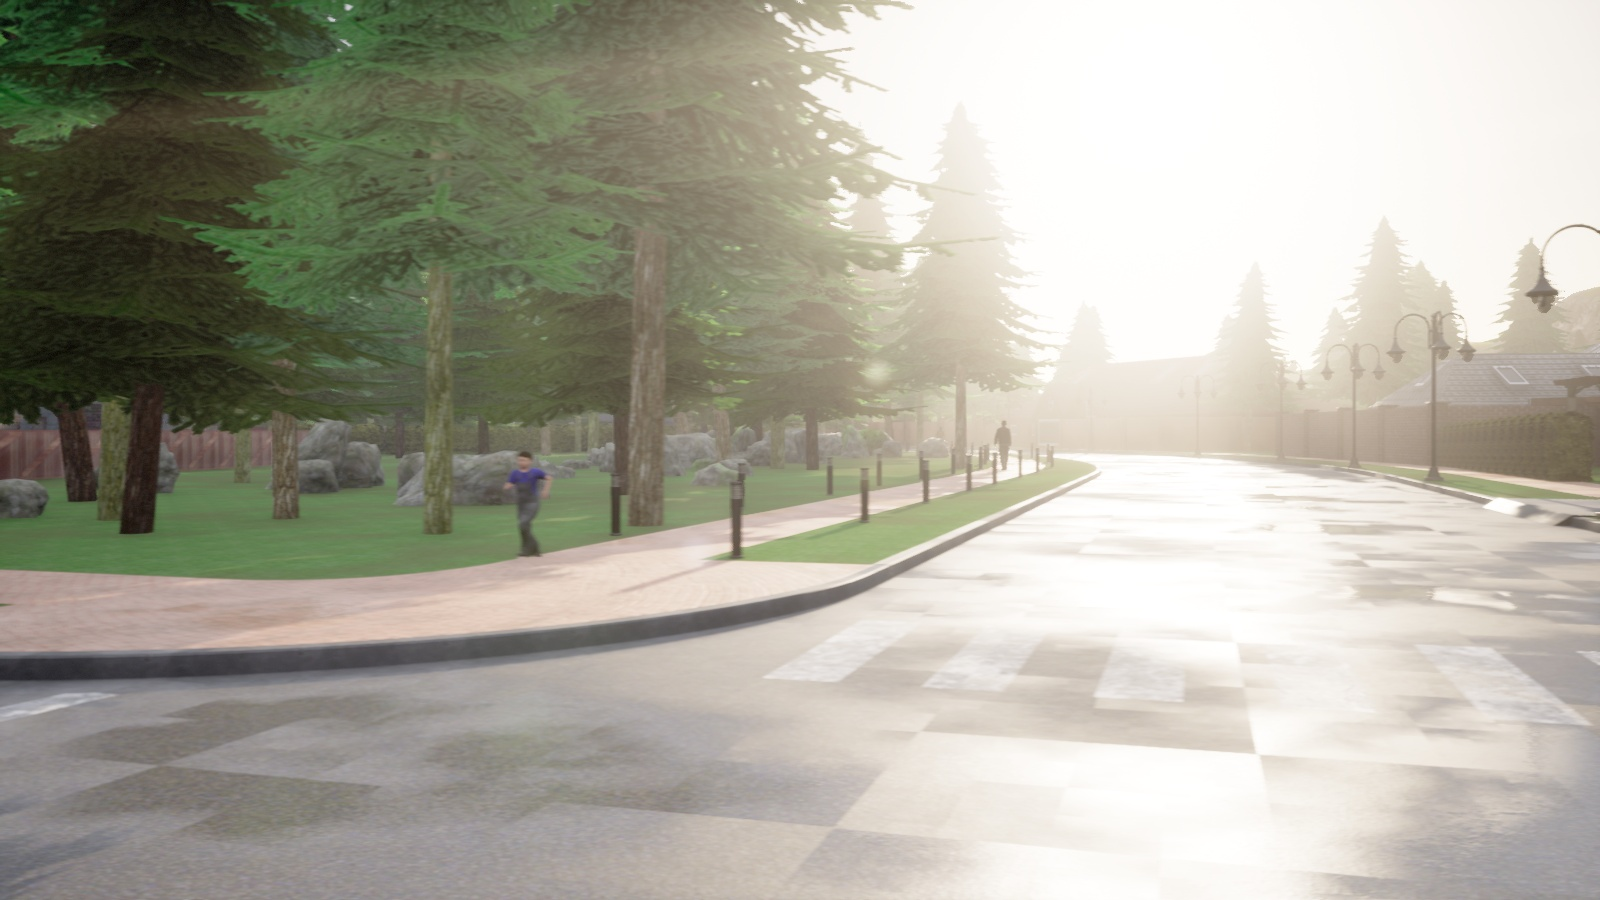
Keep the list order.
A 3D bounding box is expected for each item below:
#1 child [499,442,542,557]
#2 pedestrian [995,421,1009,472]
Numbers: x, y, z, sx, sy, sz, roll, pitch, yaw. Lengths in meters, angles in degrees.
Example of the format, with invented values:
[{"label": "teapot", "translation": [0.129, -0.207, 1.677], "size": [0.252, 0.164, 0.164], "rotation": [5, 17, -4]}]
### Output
[{"label": "child", "translation": [-3.122, 0.543, 14.037], "size": [0.270, 1.263, 0.437], "rotation": [1, 1, 22]}, {"label": "pedestrian", "translation": [7.326, -0.140, 45.517], "size": [0.431, 1.840, 0.703], "rotation": [0, 1, 16]}]
